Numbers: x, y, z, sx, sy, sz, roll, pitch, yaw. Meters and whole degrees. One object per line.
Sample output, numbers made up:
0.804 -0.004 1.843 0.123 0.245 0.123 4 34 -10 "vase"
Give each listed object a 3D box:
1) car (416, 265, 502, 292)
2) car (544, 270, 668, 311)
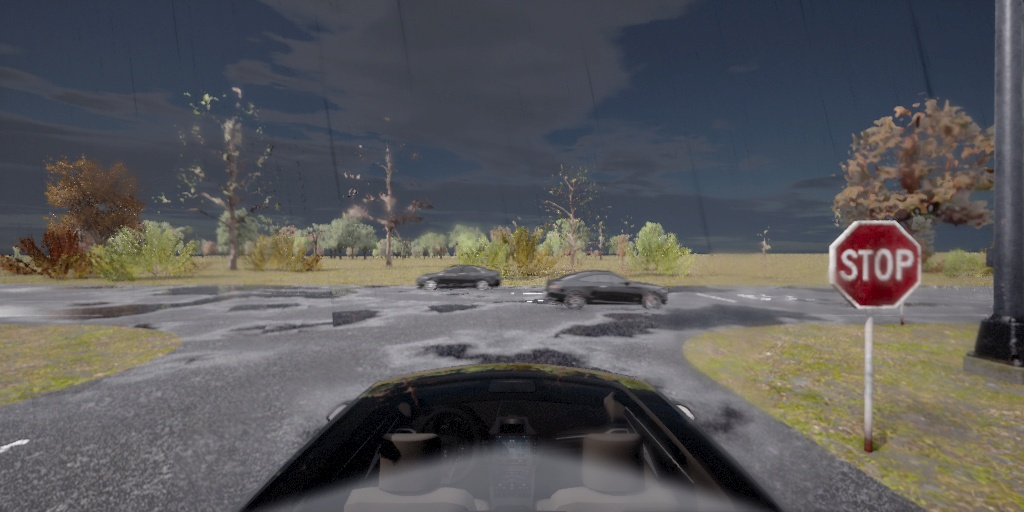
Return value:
-3.051 1.282 20.803 4.892 1.490 1.837 0 0 -1 "car"
3.580 1.289 13.941 4.674 1.442 1.812 0 0 -1 "car"
